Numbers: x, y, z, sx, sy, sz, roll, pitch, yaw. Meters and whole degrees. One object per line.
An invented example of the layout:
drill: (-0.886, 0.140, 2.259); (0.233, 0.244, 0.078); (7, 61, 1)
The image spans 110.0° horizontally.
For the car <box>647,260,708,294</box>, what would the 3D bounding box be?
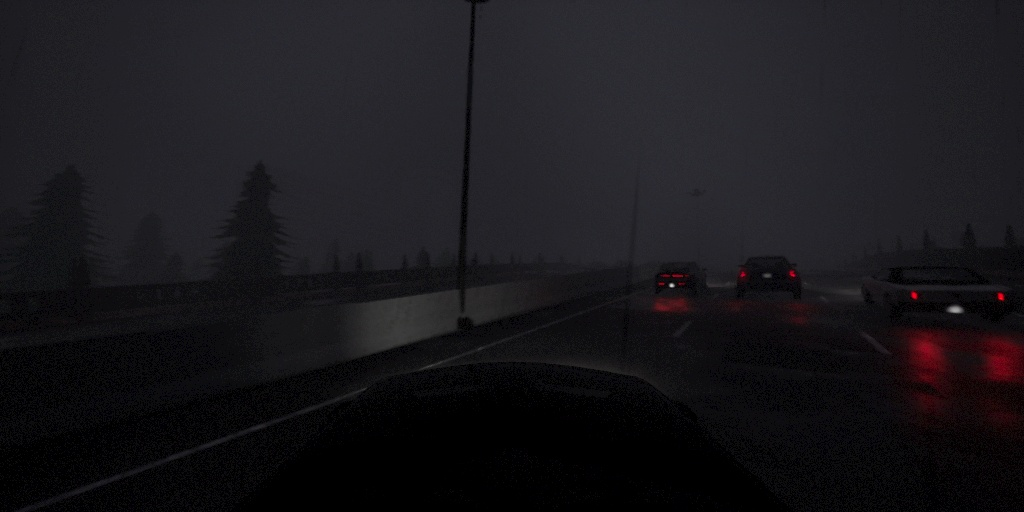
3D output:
car: (8.497, 1.016, 17.995); (1.837, 1.490, 4.892); (-3, 0, 35)

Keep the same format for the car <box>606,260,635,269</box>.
car: (13.449, 1.263, 43.447); (1.837, 1.490, 4.892); (-3, -3, 35)

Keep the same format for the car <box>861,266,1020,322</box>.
car: (11.514, 0.917, 10.117); (1.895, 1.301, 4.718); (-3, -1, 35)

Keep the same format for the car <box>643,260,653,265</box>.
car: (16.309, 1.160, 41.432); (1.994, 1.385, 4.181); (-3, -3, 35)

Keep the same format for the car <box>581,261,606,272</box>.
car: (10.571, 1.403, 45.435); (2.033, 1.411, 5.357); (-3, -3, 35)

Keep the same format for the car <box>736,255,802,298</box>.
car: (11.087, 0.730, 15.611); (2.097, 1.767, 4.553); (-3, -1, 35)
